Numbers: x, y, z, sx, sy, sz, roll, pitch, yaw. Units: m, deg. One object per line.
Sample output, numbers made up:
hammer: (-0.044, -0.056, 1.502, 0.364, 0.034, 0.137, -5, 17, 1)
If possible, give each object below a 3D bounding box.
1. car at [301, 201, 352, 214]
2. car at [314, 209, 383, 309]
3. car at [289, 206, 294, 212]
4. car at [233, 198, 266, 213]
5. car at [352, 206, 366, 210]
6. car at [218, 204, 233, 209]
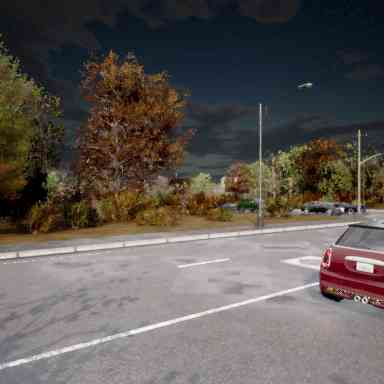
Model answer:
car: (14.102, 1.709, 36.062, 2.128, 1.511, 4.902, 0, -1, -32)
car: (4.811, 1.363, 7.120, 4.553, 1.767, 2.097, 0, 0, -35)
car: (11.828, 2.036, 46.333, 1.882, 1.535, 5.008, 0, -3, -32)
car: (8.509, 1.799, 45.040, 2.150, 2.045, 5.566, 0, -3, -32)
car: (17.144, 1.827, 37.807, 1.895, 1.301, 4.718, 0, -1, -32)
car: (6.308, 2.627, 55.187, 2.033, 1.411, 5.357, 0, -3, -32)
